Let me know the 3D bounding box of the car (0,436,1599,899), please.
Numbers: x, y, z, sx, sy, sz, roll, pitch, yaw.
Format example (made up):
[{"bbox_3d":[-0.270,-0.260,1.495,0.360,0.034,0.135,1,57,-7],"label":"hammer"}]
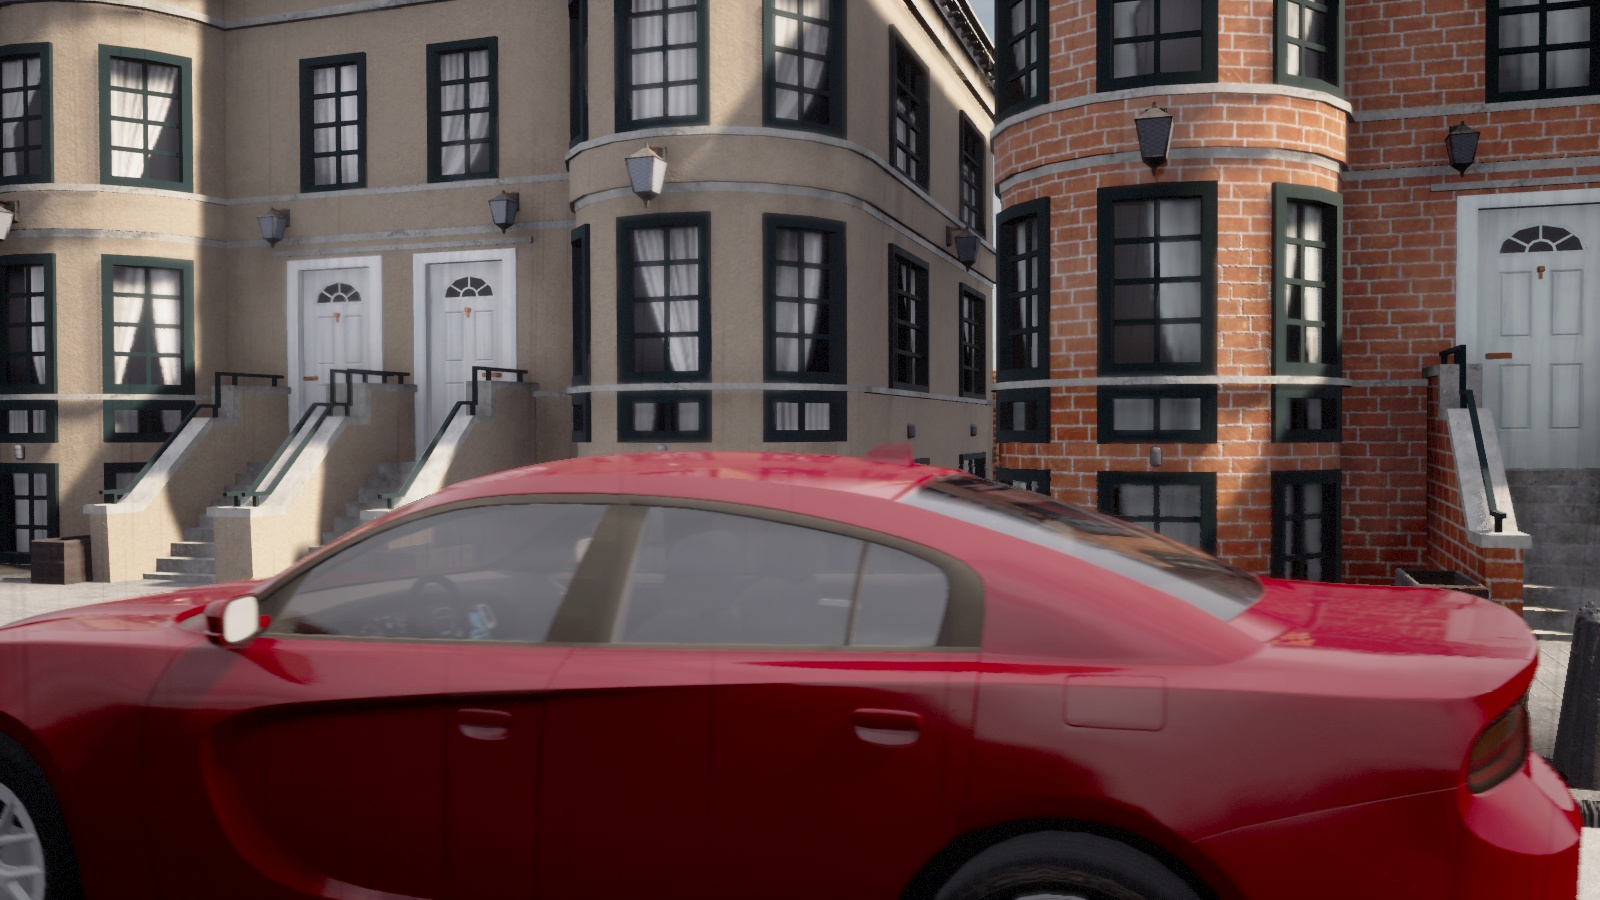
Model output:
[{"bbox_3d":[-0.601,0.739,3.922,5.008,1.535,1.882,1,1,19],"label":"car"}]
